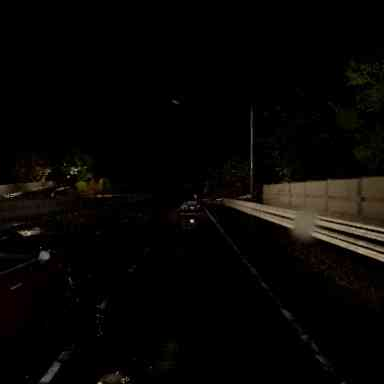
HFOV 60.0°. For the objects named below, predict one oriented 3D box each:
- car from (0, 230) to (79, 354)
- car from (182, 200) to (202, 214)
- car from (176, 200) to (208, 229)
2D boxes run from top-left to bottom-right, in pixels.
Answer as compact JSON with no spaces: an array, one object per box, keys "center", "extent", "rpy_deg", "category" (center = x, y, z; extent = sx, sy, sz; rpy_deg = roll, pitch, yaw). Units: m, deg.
[{"center":[-3.401,1.353,5.113],"extent":[2.097,1.767,4.553],"rpy_deg":[0,0,0],"category":"car"},{"center":[0.002,1.600,36.623],"extent":[1.994,1.385,4.181],"rpy_deg":[0,0,0],"category":"car"},{"center":[0.001,1.507,21.999],"extent":[2.128,1.511,4.902],"rpy_deg":[0,0,0],"category":"car"}]
